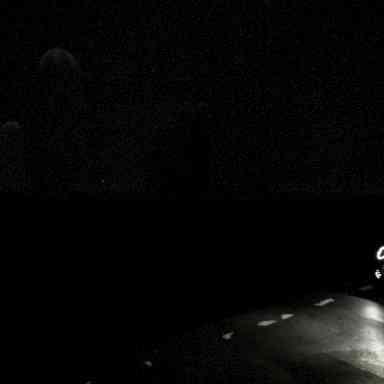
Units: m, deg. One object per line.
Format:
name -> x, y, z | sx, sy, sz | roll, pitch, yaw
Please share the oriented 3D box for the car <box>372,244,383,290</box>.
car -> 5.927, 1.225, 7.267 | 4.553, 1.767, 2.097 | 0, 1, -35
